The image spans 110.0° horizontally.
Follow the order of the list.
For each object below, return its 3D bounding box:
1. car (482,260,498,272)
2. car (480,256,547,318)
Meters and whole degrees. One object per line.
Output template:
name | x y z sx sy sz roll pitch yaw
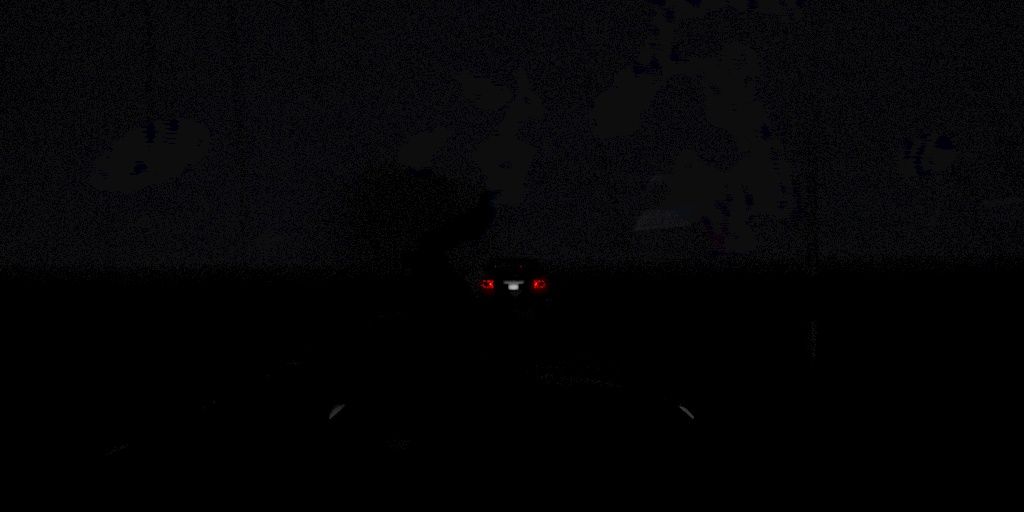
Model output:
car | -2.844 1.286 47.333 1.837 1.490 4.892 0 0 0
car | 0.070 1.026 13.445 2.150 2.045 5.566 0 0 0
